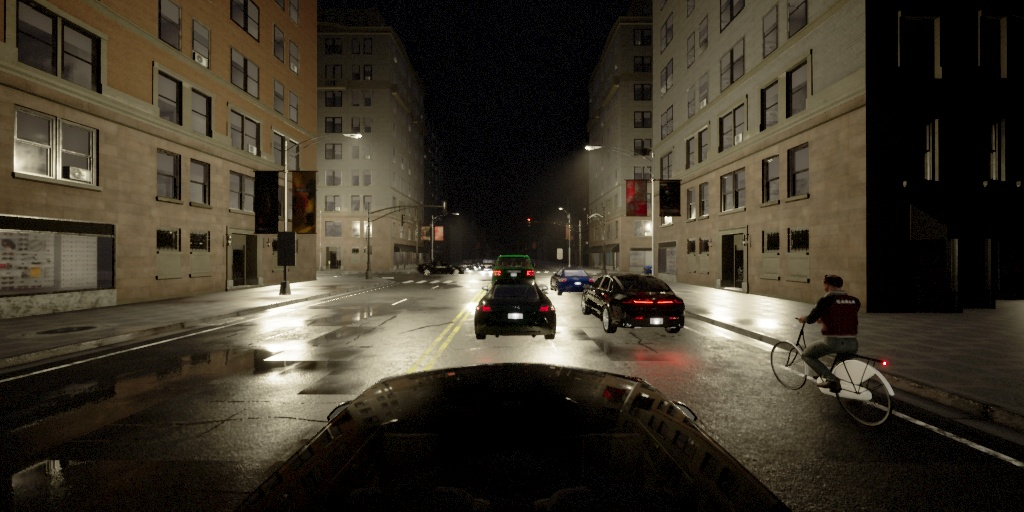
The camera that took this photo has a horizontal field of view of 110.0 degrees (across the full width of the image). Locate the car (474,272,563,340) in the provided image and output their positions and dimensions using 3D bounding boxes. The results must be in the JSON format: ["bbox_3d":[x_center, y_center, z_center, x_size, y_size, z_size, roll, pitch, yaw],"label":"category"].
[{"bbox_3d":[0.087,1.315,10.027,1.994,1.385,4.181,0,0,0],"label":"car"}]

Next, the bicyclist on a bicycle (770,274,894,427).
[{"bbox_3d":[4.140,1.121,4.830,0.659,1.776,1.843,0,0,0],"label":"bicyclist on a bicycle"}]

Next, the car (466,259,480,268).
[{"bbox_3d":[-6.642,1.273,61.257,1.837,1.490,4.892,0,0,0],"label":"car"}]

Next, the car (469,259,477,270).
[{"bbox_3d":[-6.645,1.292,52.247,1.812,1.442,4.674,0,0,0],"label":"car"}]

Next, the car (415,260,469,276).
[{"bbox_3d":[-7.248,1.257,36.266,4.892,1.490,1.837,1,0,-19],"label":"car"}]

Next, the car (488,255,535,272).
[{"bbox_3d":[0.079,0.975,19.440,2.150,2.045,5.566,0,0,0],"label":"car"}]

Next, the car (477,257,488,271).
[{"bbox_3d":[-3.397,1.257,50.991,2.128,1.511,4.902,0,0,0],"label":"car"}]

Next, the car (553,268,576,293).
[{"bbox_3d":[3.228,1.317,19.589,1.994,1.385,4.181,0,0,0],"label":"car"}]

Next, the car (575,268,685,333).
[{"bbox_3d":[3.336,1.256,10.693,1.837,1.490,4.892,0,0,0],"label":"car"}]

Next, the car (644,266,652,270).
[{"bbox_3d":[16.363,1.289,37.584,5.008,1.535,1.882,0,0,0],"label":"car"}]
